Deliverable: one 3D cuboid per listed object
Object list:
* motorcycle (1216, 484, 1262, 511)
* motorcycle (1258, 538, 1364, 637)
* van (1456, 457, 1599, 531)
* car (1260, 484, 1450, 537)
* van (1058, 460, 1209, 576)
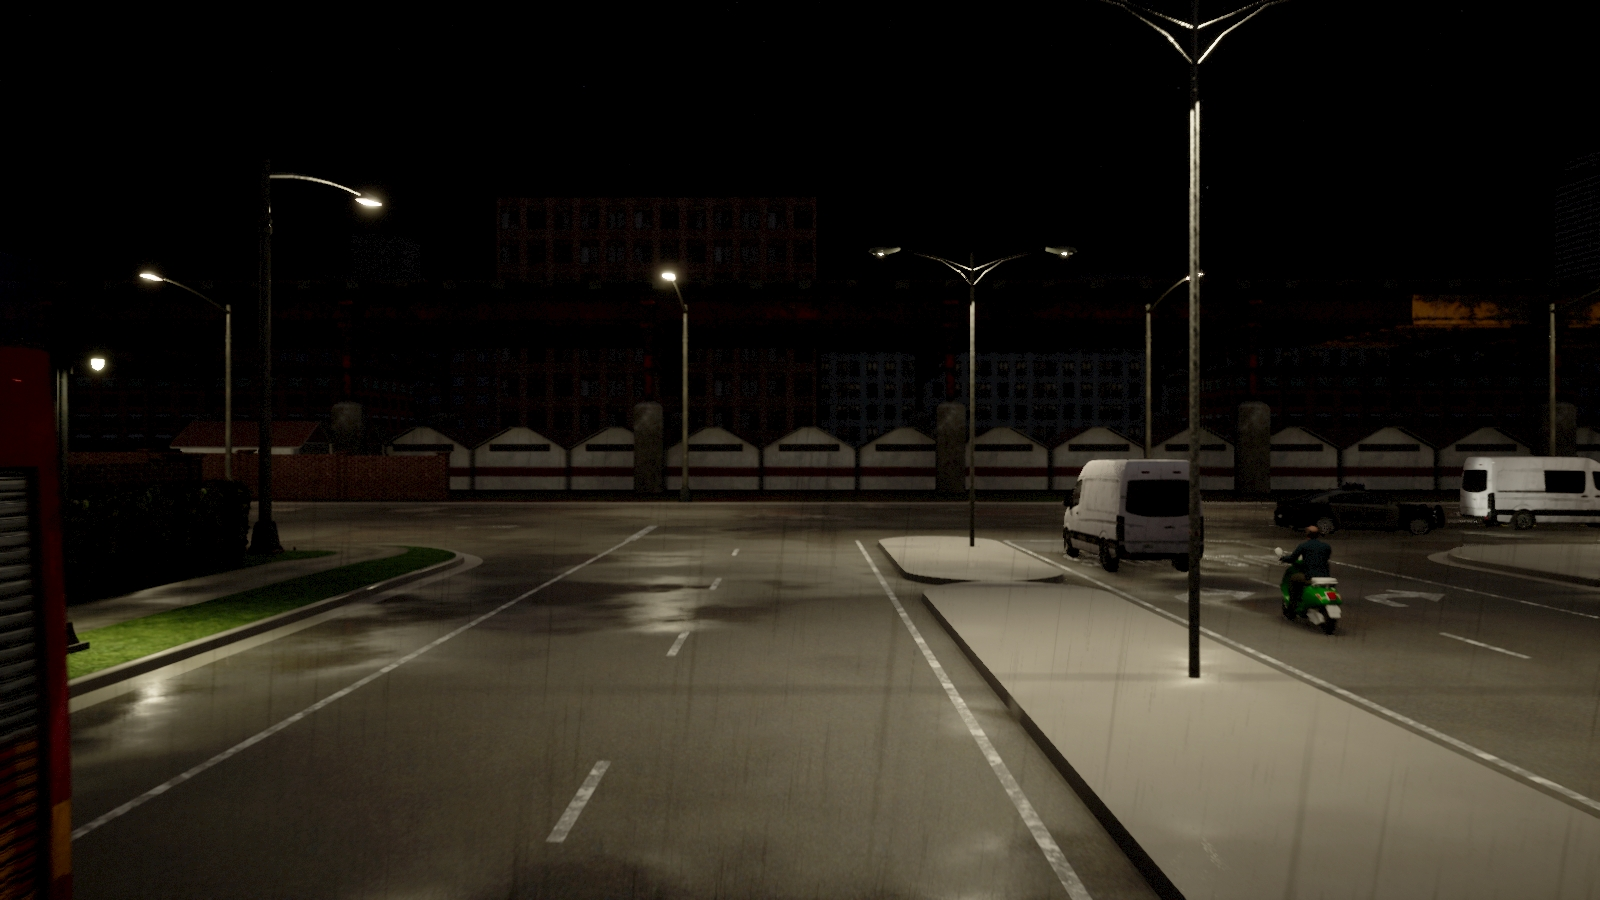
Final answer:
[{"bbox_3d":[20.037,2.161,52.173,1.805,1.236,0.856,0,0,0],"label":"motorcycle"},{"bbox_3d":[7.988,2.121,17.951,0.856,1.341,1.805,0,0,0],"label":"motorcycle"},{"bbox_3d":[26.662,1.517,40.254,5.915,2.561,1.988,0,0,1],"label":"van"},{"bbox_3d":[18.188,1.967,37.634,5.238,1.638,2.097,0,0,0],"label":"car"},{"bbox_3d":[8.007,1.520,28.125,1.988,2.561,5.915,0,0,0],"label":"van"}]
